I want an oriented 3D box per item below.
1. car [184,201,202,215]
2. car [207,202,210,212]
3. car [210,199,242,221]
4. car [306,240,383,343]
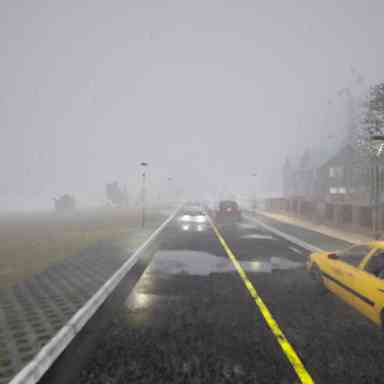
[{"bbox_3d":[0.098,1.682,35.395,1.895,1.301,4.718,0,0,0],"label":"car"},{"bbox_3d":[2.896,1.630,40.325,1.812,1.442,4.674,0,0,1],"label":"car"},{"bbox_3d":[2.861,1.423,27.849,2.097,1.767,4.553,0,0,1],"label":"car"},{"bbox_3d":[3.584,1.481,5.770,1.801,1.575,5.366,0,0,0],"label":"car"}]
